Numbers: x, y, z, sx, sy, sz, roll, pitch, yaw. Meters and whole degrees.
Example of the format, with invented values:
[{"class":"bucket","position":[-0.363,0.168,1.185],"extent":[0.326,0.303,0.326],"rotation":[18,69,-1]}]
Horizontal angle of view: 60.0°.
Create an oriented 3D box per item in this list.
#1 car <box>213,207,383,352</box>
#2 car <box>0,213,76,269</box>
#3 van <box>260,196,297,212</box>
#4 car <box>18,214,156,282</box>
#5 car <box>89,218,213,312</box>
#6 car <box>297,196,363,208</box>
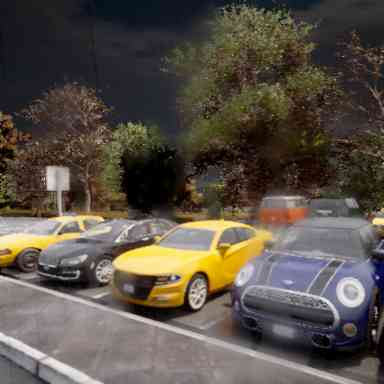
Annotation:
[{"class":"car","position":[2.578,1.347,6.467],"extent":[2.185,1.767,4.553],"rotation":[0,0,36]},{"class":"car","position":[-4.318,1.494,11.124],"extent":[1.946,1.575,5.366],"rotation":[0,0,36]},{"class":"van","position":[5.796,1.253,20.347],"extent":[1.878,1.987,4.442],"rotation":[0,0,36]},{"class":"car","position":[-1.953,1.482,9.670],"extent":[2.231,1.521,4.892],"rotation":[0,0,36]},{"class":"car","position":[0.303,1.473,8.060],"extent":[2.097,1.535,5.008],"rotation":[0,0,36]},{"class":"car","position":[8.097,1.219,18.593],"extent":[2.435,2.045,5.566],"rotation":[0,0,36]}]
